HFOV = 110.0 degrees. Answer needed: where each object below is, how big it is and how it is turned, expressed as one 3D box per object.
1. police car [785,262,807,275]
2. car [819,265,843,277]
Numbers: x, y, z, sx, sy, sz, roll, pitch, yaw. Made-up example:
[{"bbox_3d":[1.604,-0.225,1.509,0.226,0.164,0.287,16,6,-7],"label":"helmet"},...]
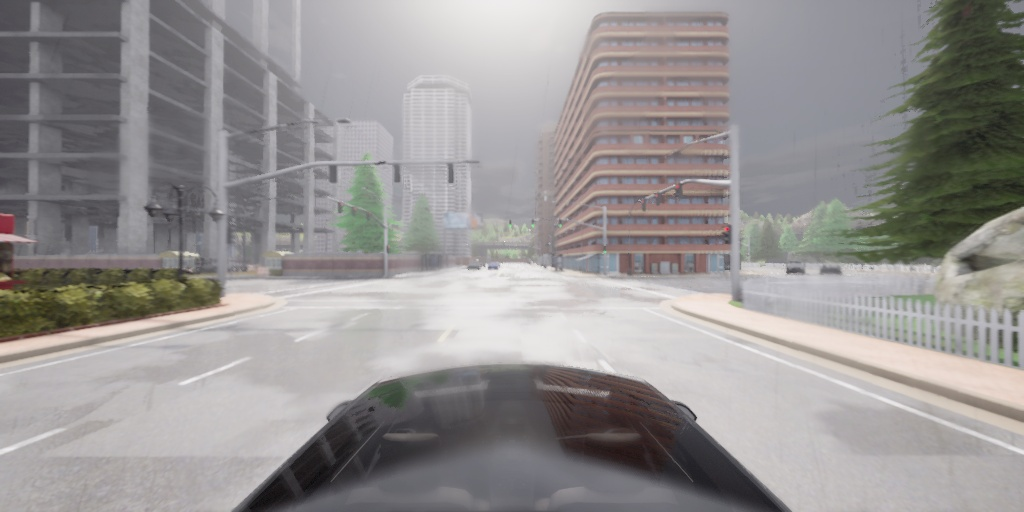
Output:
[{"bbox_3d":[35.761,1.525,45.176,1.930,1.638,5.238,1,0,37],"label":"police car"},{"bbox_3d":[36.767,1.664,41.292,1.895,1.301,4.718,0,-1,43],"label":"car"}]
